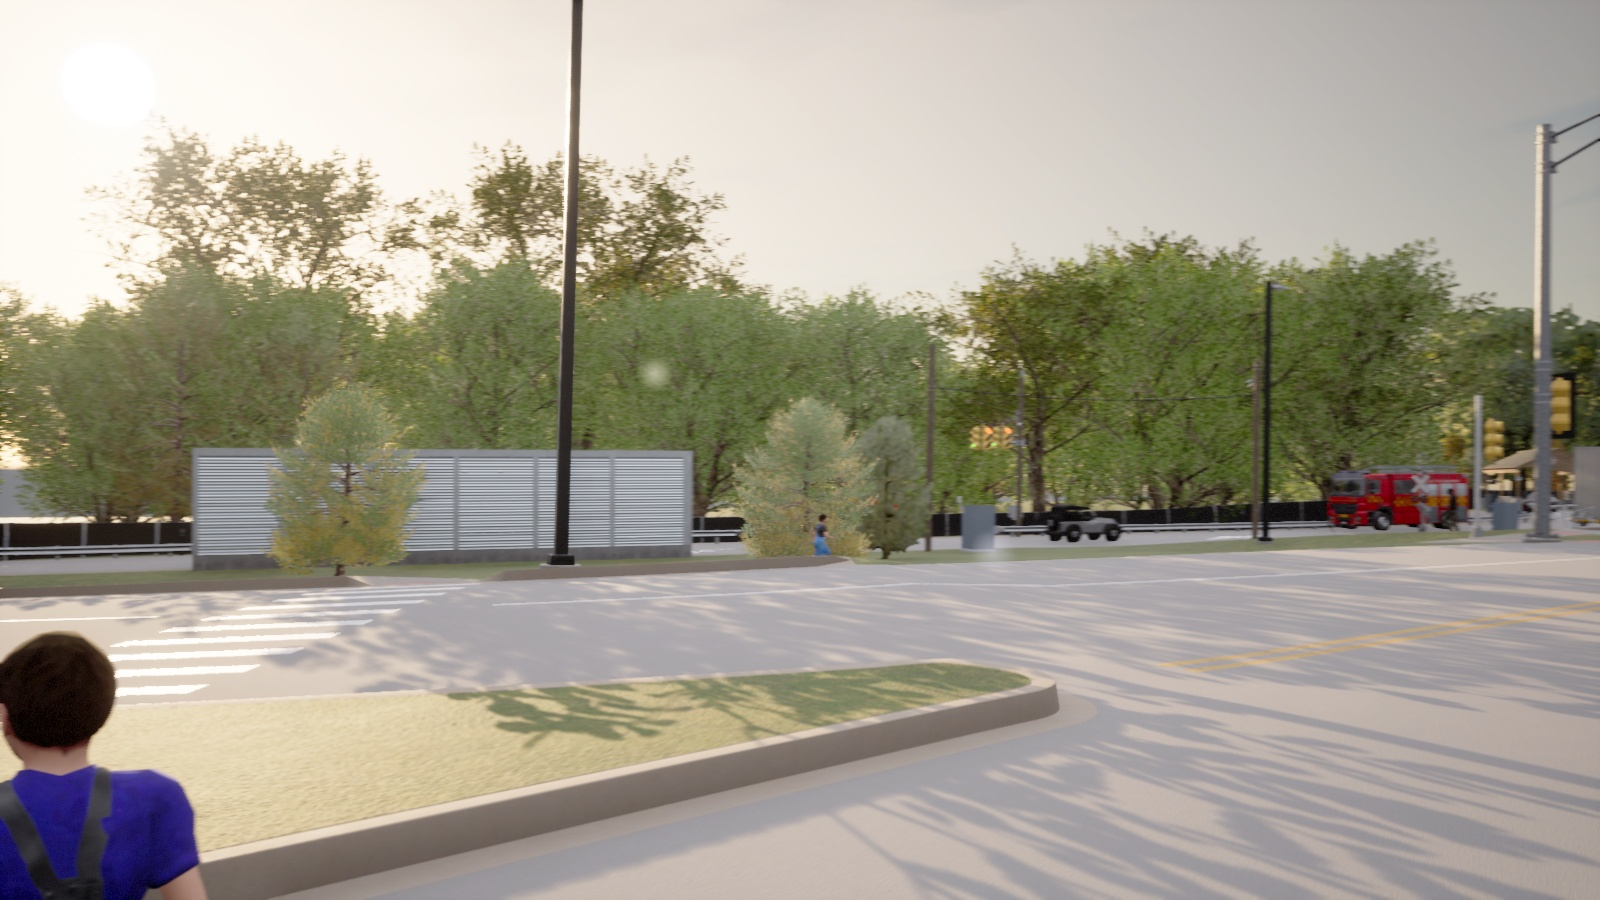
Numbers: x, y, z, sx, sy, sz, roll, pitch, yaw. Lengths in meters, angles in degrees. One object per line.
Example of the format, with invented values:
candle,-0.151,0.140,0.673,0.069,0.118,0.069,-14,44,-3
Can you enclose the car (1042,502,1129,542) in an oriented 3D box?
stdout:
car,14.495,3.647,63.746,3.866,1.878,1.905,0,-1,-21

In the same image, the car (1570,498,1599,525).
car,50.332,3.758,77.717,5.366,1.575,1.801,0,0,-24

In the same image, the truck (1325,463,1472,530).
truck,36.150,2.737,75.808,8.468,3.827,2.891,0,-1,-21

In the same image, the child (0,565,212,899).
child,-1.094,0.814,1.796,0.437,1.263,0.270,0,-2,42

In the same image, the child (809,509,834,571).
child,0.446,1.857,26.036,0.437,1.263,0.270,2,-2,-18

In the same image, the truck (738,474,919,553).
truck,1.340,2.864,58.671,7.936,3.462,2.891,0,-1,-22

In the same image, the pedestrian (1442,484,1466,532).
pedestrian,25.549,2.252,49.036,0.431,1.840,0.703,2,-2,-37
